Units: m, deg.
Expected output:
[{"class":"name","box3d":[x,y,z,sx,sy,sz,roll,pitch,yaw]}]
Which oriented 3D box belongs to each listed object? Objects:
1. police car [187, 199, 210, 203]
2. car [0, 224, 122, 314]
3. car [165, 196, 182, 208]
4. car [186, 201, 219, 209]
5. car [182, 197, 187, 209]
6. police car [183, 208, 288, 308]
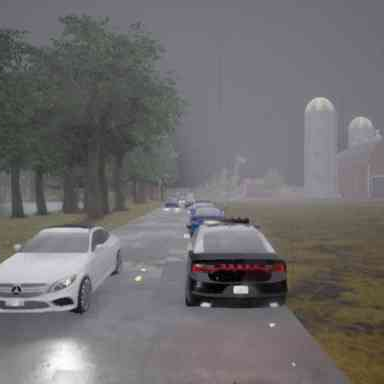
[{"class":"police car","box3d":[0.783,1.429,24.120,1.930,1.638,5.238,0,0,0]},{"class":"car","box3d":[-2.864,1.523,7.714,1.812,1.442,4.674,0,0,0]},{"class":"car","box3d":[-2.927,1.559,48.910,1.882,1.535,5.008,0,0,0]},{"class":"car","box3d":[0.794,1.477,18.009,1.882,1.535,5.008,0,0,0]},{"class":"car","box3d":[-0.054,1.673,47.076,1.895,1.301,4.718,0,0,1]},{"class":"police car","box3d":[0.811,1.423,8.119,1.930,1.638,5.238,0,0,0]}]
